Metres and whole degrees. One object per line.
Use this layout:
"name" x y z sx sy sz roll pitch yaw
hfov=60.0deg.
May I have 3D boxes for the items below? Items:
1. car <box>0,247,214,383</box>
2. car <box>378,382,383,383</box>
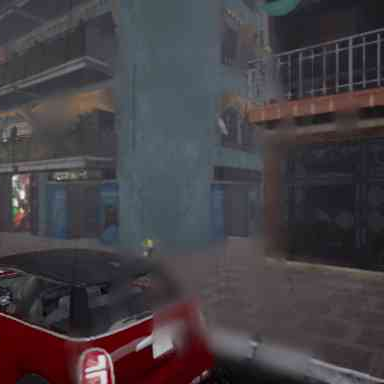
"car" -1.848 1.441 4.193 4.097 1.590 1.967 0 0 36
"car" 2.760 1.545 0.905 4.507 1.381 1.887 0 0 36
